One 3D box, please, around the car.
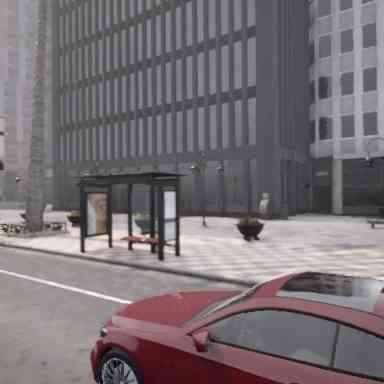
[{"bbox_3d":[1.054,1.532,3.124,4.674,1.442,1.812,-1,0,36],"label":"car"}]
